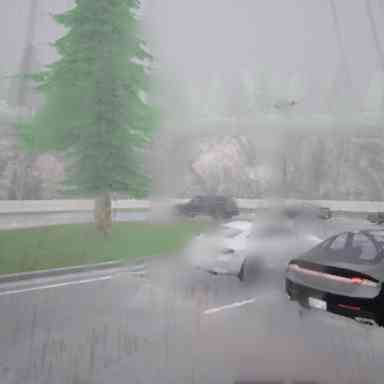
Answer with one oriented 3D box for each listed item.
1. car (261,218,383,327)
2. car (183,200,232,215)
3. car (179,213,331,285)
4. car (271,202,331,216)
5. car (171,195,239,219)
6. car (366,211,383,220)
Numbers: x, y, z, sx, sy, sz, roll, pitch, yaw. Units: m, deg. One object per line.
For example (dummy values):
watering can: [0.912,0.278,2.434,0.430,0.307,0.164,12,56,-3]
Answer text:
car: [3.884,1.502,6.531,4.902,1.511,2.128,0,0,-36]
car: [1.579,1.545,33.969,4.674,1.442,1.812,0,-1,18]
car: [1.949,1.534,9.539,4.674,1.442,1.812,0,0,-37]
car: [8.234,1.520,25.553,2.128,1.511,4.902,1,0,-32]
car: [1.053,1.236,27.151,5.566,2.045,2.150,0,-1,25]
car: [13.862,1.586,21.460,2.033,1.411,5.357,0,0,-12]
